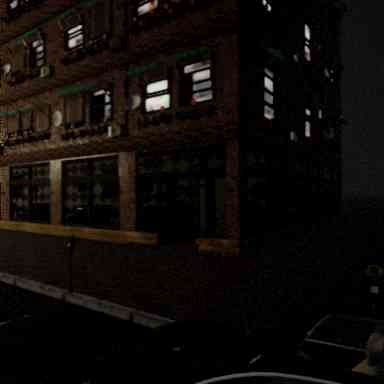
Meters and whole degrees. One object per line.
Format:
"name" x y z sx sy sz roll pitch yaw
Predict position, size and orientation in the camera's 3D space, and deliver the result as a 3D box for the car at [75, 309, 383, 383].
"car" 0.960 1.553 2.192 4.403 1.369 2.008 0 0 36
